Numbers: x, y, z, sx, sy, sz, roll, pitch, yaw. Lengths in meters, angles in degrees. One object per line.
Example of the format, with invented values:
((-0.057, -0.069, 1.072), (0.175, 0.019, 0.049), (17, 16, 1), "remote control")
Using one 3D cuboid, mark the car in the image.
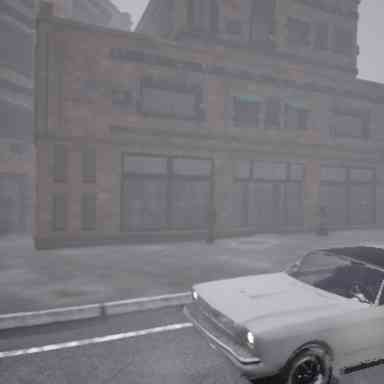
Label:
((2.310, 1.556, 4.865), (4.718, 1.301, 1.895), (0, 1, -22), "car")
